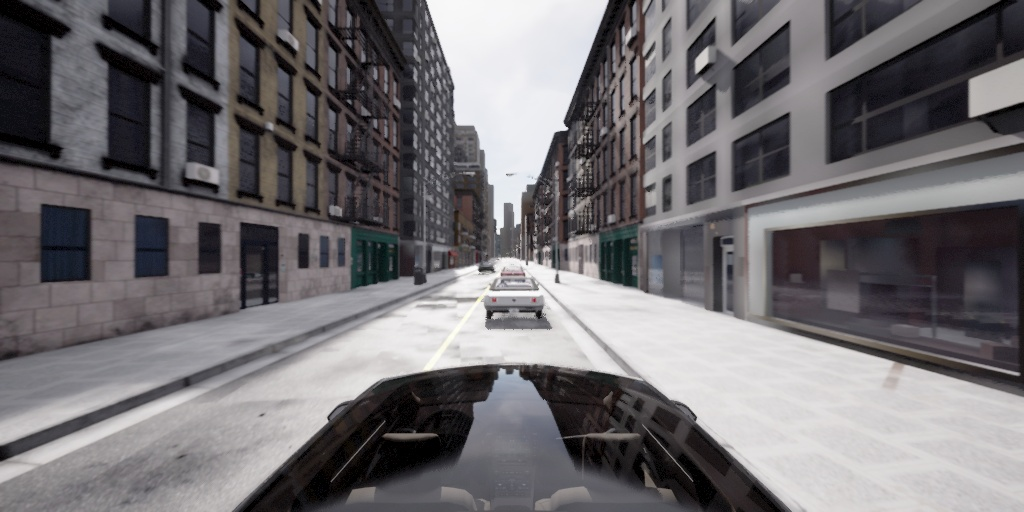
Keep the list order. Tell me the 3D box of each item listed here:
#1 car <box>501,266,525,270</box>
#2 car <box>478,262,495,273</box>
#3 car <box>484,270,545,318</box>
[{"bbox_3d":[0.070,1.399,28.270,1.895,1.301,4.718,0,0,0],"label":"car"},{"bbox_3d":[-3.111,1.428,44.458,1.895,1.301,4.718,0,0,0],"label":"car"},{"bbox_3d":[0.076,1.371,13.080,1.895,1.301,4.718,0,0,0],"label":"car"}]
